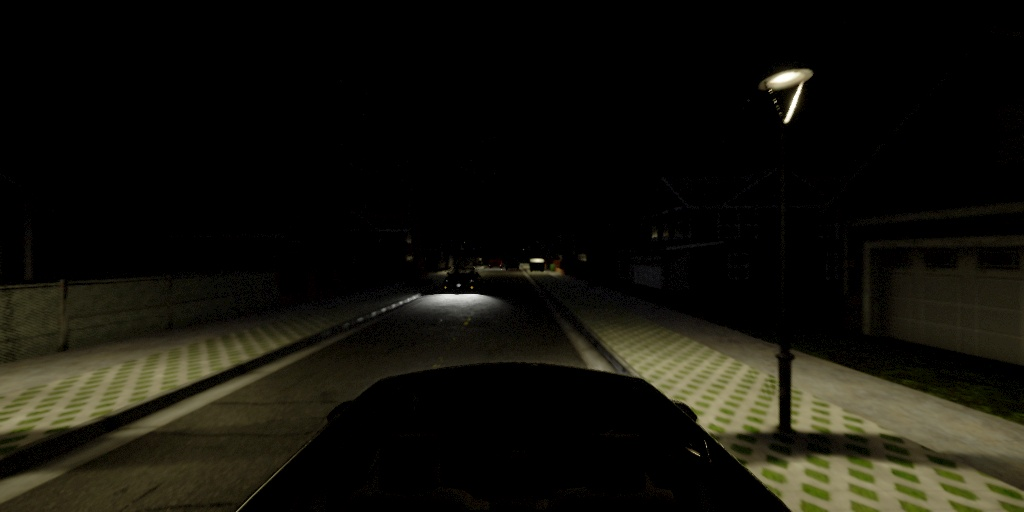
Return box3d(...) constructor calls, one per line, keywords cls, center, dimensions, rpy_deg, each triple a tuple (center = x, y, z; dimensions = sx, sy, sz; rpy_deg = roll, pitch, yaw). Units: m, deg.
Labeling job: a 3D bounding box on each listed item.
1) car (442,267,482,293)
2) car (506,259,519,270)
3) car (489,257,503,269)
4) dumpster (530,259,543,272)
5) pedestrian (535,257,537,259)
box3d(cls="car", center=(-2.845, 1.373, 21.140), dimensions=(1.994, 1.385, 4.181), rpy_deg=(0, 0, 0))
box3d(cls="car", center=(0.053, 1.239, 57.600), dimensions=(2.097, 1.767, 4.553), rpy_deg=(0, 0, 1))
box3d(cls="car", center=(-2.768, 1.112, 61.758), dimensions=(2.150, 2.045, 5.566), rpy_deg=(0, 0, 1))
box3d(cls="dumpster", center=(3.018, 1.259, 44.611), dimensions=(1.020, 1.700, 1.940), rpy_deg=(0, 0, 0))
box3d(cls="pedestrian", center=(3.018, 1.007, 45.616), dimensions=(0.375, 1.860, 0.375), rpy_deg=(0, 0, -10))
